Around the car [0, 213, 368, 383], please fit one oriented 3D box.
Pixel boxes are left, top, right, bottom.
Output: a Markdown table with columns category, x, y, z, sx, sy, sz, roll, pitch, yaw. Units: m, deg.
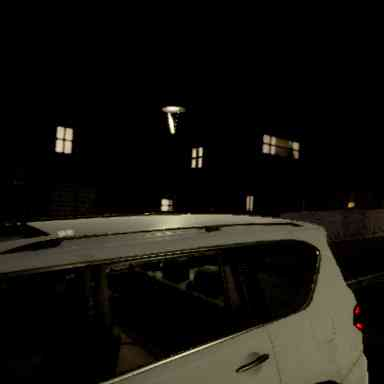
| category | x | y | z | sx | sy | sz | roll | pitch | yaw |
| --- | --- | --- | --- | --- | --- | --- | --- | --- | --- |
| car | -1.074 | 1.224 | 2.181 | 5.566 | 2.045 | 2.150 | 1 | 0 | -35 |
